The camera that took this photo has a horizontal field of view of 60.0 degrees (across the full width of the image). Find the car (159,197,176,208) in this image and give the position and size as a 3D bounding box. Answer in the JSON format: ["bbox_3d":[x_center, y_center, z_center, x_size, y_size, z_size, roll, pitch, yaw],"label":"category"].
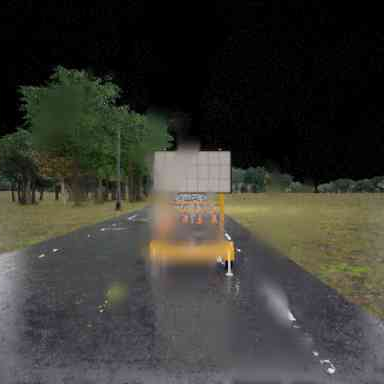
[{"bbox_3d":[-3.277,1.418,45.238,1.994,1.385,4.181,0,0,1],"label":"car"}]

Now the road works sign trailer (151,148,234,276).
[{"bbox_3d":[0.011,0.445,10.301,2.380,3.560,2.880,0,0,0],"label":"road works sign trailer"}]
